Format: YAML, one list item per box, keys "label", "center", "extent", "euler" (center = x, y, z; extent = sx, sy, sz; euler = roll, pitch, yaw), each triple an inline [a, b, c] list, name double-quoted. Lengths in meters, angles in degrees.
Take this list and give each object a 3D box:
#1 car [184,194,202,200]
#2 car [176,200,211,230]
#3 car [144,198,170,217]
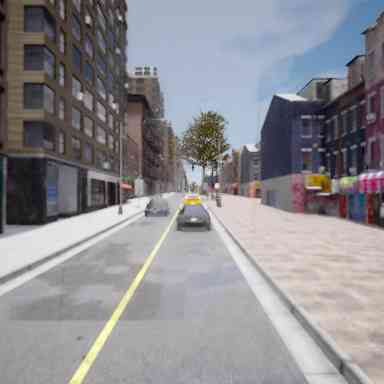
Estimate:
- label: "car"
  center: [0.106, 0.999, 37.244]
  extent: [1.882, 1.535, 5.008]
  euler: [0, 1, 0]
- label: "car"
  center: [0.103, 1.415, 19.924]
  extent: [1.994, 1.385, 4.181]
  euler: [0, 1, 0]
- label: "car"
  center: [-2.833, 1.232, 27.769]
  extent: [1.812, 1.442, 4.674]
  euler: [0, 1, 0]
